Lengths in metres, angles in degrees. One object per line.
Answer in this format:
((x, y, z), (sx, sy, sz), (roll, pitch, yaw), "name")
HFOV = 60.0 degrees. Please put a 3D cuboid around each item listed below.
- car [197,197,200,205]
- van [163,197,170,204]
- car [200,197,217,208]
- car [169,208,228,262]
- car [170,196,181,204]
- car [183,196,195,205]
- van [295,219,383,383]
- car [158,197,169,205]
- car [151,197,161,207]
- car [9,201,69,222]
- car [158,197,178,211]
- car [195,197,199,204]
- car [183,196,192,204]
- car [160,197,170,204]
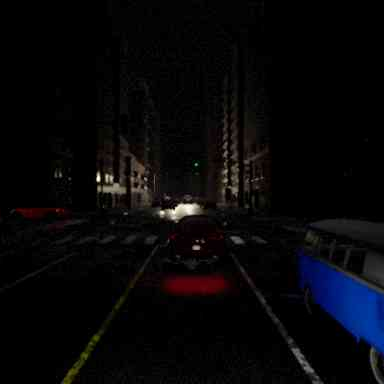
((2.316, 2.094, 60.140), (1.802, 1.307, 4.206), (0, -1, -1), "car")
((-6.833, 2.152, 88.233), (1.690, 1.788, 3.998), (0, -1, -1), "van")
((2.566, 1.852, 48.834), (1.967, 1.590, 4.097), (0, -1, -1), "car")
((0.330, 1.579, 12.659), (1.882, 1.535, 5.008), (0, 0, 4), "car")
((-3.637, 2.018, 63.250), (1.882, 1.535, 5.008), (0, 0, -1), "car")
((-0.850, 2.199, 74.110), (1.994, 1.385, 4.181), (0, -1, -1), "car")
((2.858, 1.381, 4.947), (1.690, 1.788, 3.998), (0, 0, 0), "van")
((-6.583, 1.995, 76.923), (2.192, 1.841, 5.009), (0, -1, -1), "car")
((-6.207, 1.951, 59.961), (1.967, 1.590, 4.097), (0, -1, -1), "car")
((-12.947, 1.589, 28.162), (4.553, 1.767, 2.097), (0, 0, 5), "car")
((-3.344, 1.878, 47.540), (1.882, 1.535, 5.008), (0, -1, -1), "car")
((2.066, 2.201, 71.443), (1.802, 1.307, 4.206), (0, -1, -1), "car")
((-1.071, 1.962, 84.143), (2.150, 2.045, 5.566), (0, -1, -1), "car")
((-6.709, 2.061, 82.578), (2.192, 1.841, 5.009), (0, -1, -1), "car")
